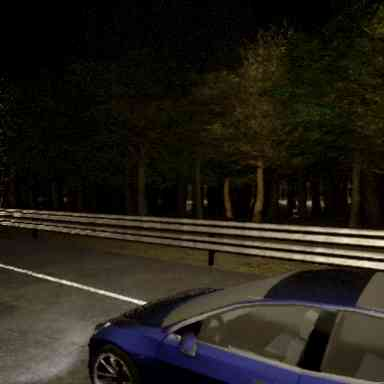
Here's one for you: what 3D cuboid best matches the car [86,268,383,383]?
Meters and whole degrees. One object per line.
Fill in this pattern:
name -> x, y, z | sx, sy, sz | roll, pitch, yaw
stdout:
car -> 1.072, 1.503, 3.105 | 4.792, 1.488, 2.163 | 0, 0, 35
